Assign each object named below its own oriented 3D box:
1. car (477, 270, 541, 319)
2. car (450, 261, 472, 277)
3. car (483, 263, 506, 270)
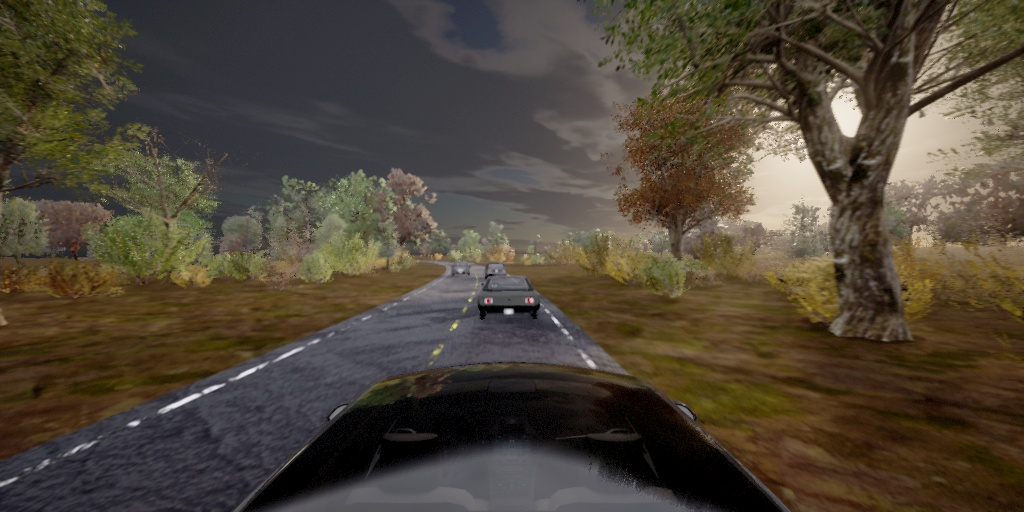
[{"bbox_3d":[-0.168,1.343,12.747,1.895,1.301,4.718,0,0,-2],"label":"car"},{"bbox_3d":[-5.052,1.225,35.684,2.128,1.511,4.902,0,0,-7],"label":"car"},{"bbox_3d":[-1.498,1.277,31.700,2.033,1.411,5.357,0,0,-6],"label":"car"}]
